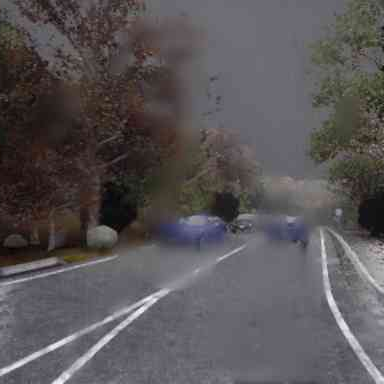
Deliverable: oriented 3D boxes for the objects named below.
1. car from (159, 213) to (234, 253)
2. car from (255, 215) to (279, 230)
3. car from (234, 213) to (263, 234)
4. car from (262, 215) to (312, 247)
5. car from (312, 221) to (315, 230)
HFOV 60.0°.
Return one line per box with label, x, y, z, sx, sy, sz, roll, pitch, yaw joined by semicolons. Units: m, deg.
car;0.226;1.731;15.212;1.882;1.535;5.008;1;-2;22
car;8.130;3.297;35.711;1.812;1.442;4.674;1;-5;22
car;4.440;2.434;26.115;1.837;1.490;4.892;1;-4;21
car;5.227;1.974;17.752;1.882;1.535;5.008;1;-3;21
car;15.089;4.238;43.944;1.994;1.385;4.181;1;-5;21
